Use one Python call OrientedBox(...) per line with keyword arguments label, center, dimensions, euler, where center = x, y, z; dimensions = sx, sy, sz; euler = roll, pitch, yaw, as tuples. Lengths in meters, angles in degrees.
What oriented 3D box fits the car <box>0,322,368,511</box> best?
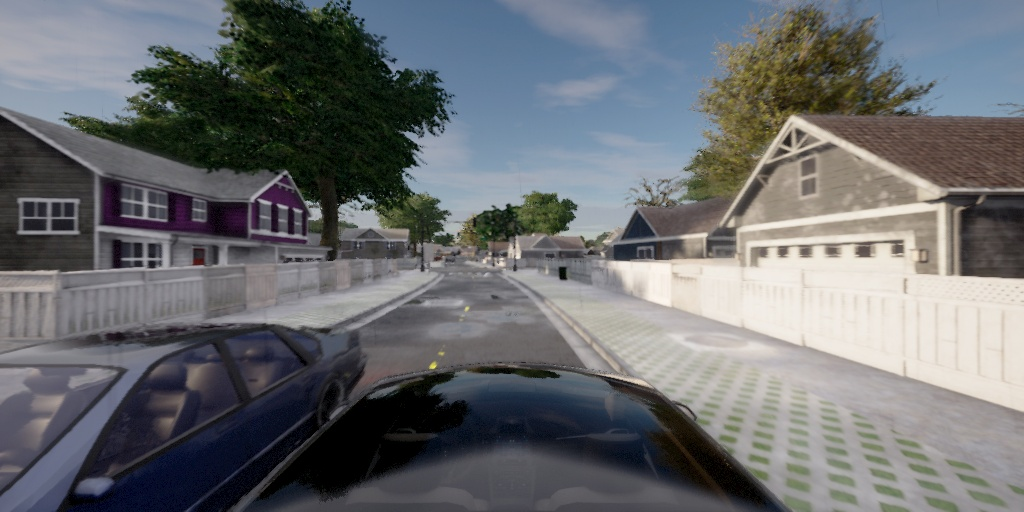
OrientedBox(label="car", center=(-2.883, 1.305, 2.663), dimensions=(2.033, 1.411, 5.357), euler=(0, 0, -1))
